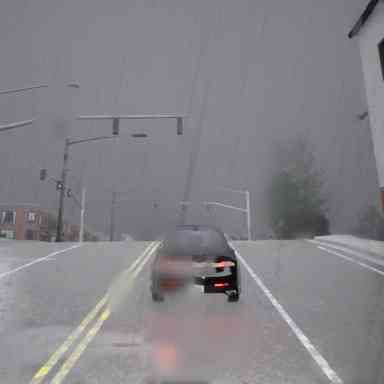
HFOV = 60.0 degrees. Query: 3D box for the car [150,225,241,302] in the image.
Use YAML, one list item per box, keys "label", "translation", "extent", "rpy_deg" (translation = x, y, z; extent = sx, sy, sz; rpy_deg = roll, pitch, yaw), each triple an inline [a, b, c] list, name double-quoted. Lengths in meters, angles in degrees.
- label: "car"
  translation: [0.089, 1.595, 8.524]
  extent: [2.128, 1.511, 4.902]
  rpy_deg: [0, -1, 0]
